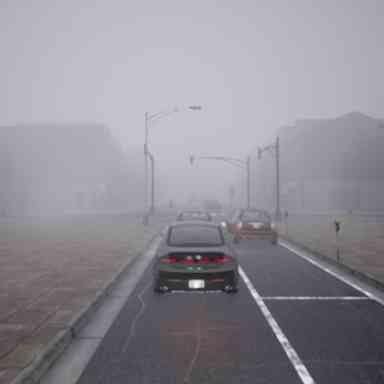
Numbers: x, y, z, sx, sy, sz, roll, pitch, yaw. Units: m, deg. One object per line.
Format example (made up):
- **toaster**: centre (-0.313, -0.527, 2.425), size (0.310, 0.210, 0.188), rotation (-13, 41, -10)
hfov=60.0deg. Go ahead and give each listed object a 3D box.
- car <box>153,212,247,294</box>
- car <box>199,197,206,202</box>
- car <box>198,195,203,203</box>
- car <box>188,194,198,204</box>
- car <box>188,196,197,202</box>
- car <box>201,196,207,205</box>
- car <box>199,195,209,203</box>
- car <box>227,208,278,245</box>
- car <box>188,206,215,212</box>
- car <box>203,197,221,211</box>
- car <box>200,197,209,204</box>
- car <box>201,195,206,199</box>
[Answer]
- **car**: centre (0.060, 1.511, 8.775), size (1.837, 1.490, 4.892), rotation (0, 0, -1)
- **car**: centre (2.813, 2.121, 91.443), size (1.802, 1.307, 4.206), rotation (1, -1, 0)
- **car**: centre (2.767, 1.829, 64.255), size (1.947, 1.339, 4.313), rotation (1, -1, 0)
- **car**: centre (0.128, 1.557, 72.645), size (2.150, 2.045, 5.566), rotation (0, -1, 0)
- **car**: centre (0.146, 1.817, 83.041), size (2.033, 1.411, 5.357), rotation (0, -1, 0)
- **car**: centre (2.740, 1.704, 47.943), size (1.947, 1.339, 4.313), rotation (1, 0, 0)
- **car**: centre (2.800, 1.734, 80.571), size (2.192, 1.841, 5.009), rotation (1, -1, 0)
- **car**: centre (2.691, 1.457, 15.760), size (1.967, 1.590, 4.097), rotation (2, 0, 0)
- **car**: centre (0.125, 1.620, 16.849), size (1.895, 1.301, 4.718), rotation (0, 0, 0)
- **car**: centre (2.731, 1.672, 42.506), size (1.947, 1.339, 4.313), rotation (1, 0, 0)
- **car**: centre (2.787, 1.891, 75.300), size (1.752, 1.417, 4.829), rotation (1, -1, 0)
- **car**: centre (2.751, 1.702, 53.550), size (1.752, 1.417, 4.829), rotation (1, 0, 0)
